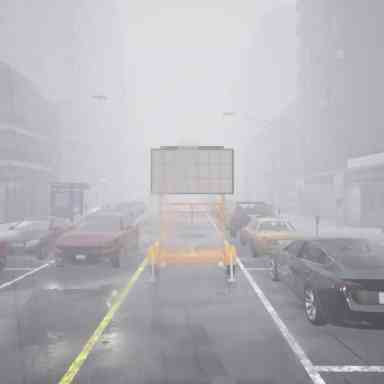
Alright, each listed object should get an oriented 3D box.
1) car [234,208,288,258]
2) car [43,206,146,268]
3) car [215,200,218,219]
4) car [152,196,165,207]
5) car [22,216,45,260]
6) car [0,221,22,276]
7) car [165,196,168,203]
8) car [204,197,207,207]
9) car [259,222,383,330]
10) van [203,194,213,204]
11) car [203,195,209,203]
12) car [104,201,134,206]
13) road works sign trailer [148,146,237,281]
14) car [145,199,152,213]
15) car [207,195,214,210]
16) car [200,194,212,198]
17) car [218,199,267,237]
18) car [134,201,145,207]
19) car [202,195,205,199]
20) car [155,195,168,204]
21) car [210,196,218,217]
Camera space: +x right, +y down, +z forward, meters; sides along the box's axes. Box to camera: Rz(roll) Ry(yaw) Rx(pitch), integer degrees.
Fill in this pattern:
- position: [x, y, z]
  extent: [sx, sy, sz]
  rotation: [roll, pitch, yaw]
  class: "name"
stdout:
- position: [2.869, 1.524, 12.565]
  extent: [1.752, 1.417, 4.829]
  rotation: [0, 0, 0]
  class: "car"
- position: [-2.991, 1.477, 11.447]
  extent: [1.882, 1.535, 5.008]
  rotation: [0, 0, 0]
  class: "car"
- position: [2.879, 1.523, 23.612]
  extent: [1.752, 1.417, 4.829]
  rotation: [0, 0, 0]
  class: "car"
- position: [-5.621, 1.575, 51.060]
  extent: [1.802, 1.307, 4.206]
  rotation: [0, 0, 0]
  class: "car"
- position: [-5.658, 1.581, 12.385]
  extent: [1.802, 1.307, 4.206]
  rotation: [0, 0, 0]
  class: "car"
- position: [-5.663, 1.544, 6.860]
  extent: [1.887, 1.381, 4.507]
  rotation: [0, 0, 0]
  class: "car"
- position: [-5.616, 1.558, 56.585]
  extent: [1.947, 1.339, 4.313]
  rotation: [0, 0, 0]
  class: "car"
- position: [2.894, 1.546, 40.013]
  extent: [2.008, 1.369, 4.403]
  rotation: [0, 0, 0]
  class: "car"
- position: [2.863, 1.565, 6.871]
  extent: [1.947, 1.339, 4.313]
  rotation: [0, 0, 0]
  class: "car"
- position: [2.915, 1.333, 62.108]
  extent: [1.690, 1.788, 3.998]
  rotation: [0, 0, 0]
  class: "van"
- position: [2.899, 1.545, 45.536]
  extent: [2.008, 1.369, 4.403]
  rotation: [0, 0, 0]
  class: "car"
- position: [-5.647, 1.542, 23.435]
  extent: [1.887, 1.381, 4.507]
  rotation: [0, 0, 0]
  class: "car"
- position: [0.007, 0.464, 9.777]
  extent: [2.380, 3.560, 2.880]
  rotation: [0, 0, 0]
  class: "road works sign trailer"
- position: [-5.637, 1.562, 34.485]
  extent: [1.947, 1.339, 4.313]
  rotation: [0, 0, 0]
  class: "car"
- position: [2.889, 1.436, 34.489]
  extent: [1.967, 1.590, 4.097]
  rotation: [0, 0, 0]
  class: "car"
- position: [2.910, 1.307, 56.584]
  extent: [2.192, 1.841, 5.009]
  rotation: [0, 0, 0]
  class: "car"
- position: [2.874, 1.313, 17.918]
  extent: [2.192, 1.841, 5.009]
  rotation: [0, 0, 0]
  class: "car"
- position: [-5.642, 1.562, 28.960]
  extent: [1.947, 1.339, 4.313]
  rotation: [0, 0, 0]
  class: "car"
- position: [2.905, 1.559, 51.060]
  extent: [1.947, 1.339, 4.313]
  rotation: [0, 0, 0]
  class: "car"
- position: [-5.611, 1.432, 62.110]
  extent: [1.967, 1.590, 4.097]
  rotation: [0, 0, 0]
  class: "car"
- position: [2.884, 1.437, 28.966]
  extent: [1.967, 1.590, 4.097]
  rotation: [0, 0, 0]
  class: "car"
